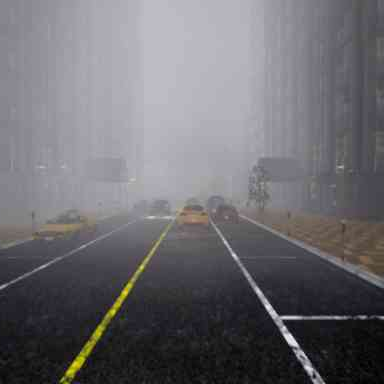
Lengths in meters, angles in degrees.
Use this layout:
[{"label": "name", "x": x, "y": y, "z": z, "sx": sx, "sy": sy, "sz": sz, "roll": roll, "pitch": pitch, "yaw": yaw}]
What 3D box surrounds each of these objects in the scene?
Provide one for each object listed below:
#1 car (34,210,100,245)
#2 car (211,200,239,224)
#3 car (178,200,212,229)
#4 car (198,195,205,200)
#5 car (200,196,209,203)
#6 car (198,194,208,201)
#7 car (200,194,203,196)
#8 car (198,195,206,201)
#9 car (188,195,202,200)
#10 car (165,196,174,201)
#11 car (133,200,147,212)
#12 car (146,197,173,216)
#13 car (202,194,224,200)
[{"label": "car", "x": -5.686, "y": 1.541, "z": 15.630, "sx": 1.752, "sy": 1.417, "sz": 4.829, "roll": -1, "pitch": 0, "yaw": 0}, {"label": "car", "x": 2.355, "y": 1.549, "z": 24.871, "sx": 1.812, "sy": 1.442, "sz": 4.674, "roll": 0, "pitch": 0, "yaw": 0}, {"label": "car", "x": 0.102, "y": 1.498, "z": 21.883, "sx": 1.882, "sy": 1.535, "sz": 5.008, "roll": 0, "pitch": 0, "yaw": 0}, {"label": "car", "x": 2.689, "y": 1.549, "z": 95.188, "sx": 1.887, "sy": 1.381, "sz": 4.507, "roll": -1, "pitch": 0, "yaw": 0}, {"label": "car", "x": 2.686, "y": 1.552, "z": 72.656, "sx": 1.752, "sy": 1.417, "sz": 4.829, "roll": -1, "pitch": 0, "yaw": 0}, {"label": "car", "x": 2.684, "y": 1.333, "z": 83.836, "sx": 2.192, "sy": 1.841, "sz": 5.009, "roll": -1, "pitch": 0, "yaw": 0}, {"label": "car", "x": 2.685, "y": 1.555, "z": 66.982, "sx": 1.752, "sy": 1.417, "sz": 4.829, "roll": -1, "pitch": 0, "yaw": 0}, {"label": "car", "x": 2.689, "y": 1.577, "z": 89.511, "sx": 1.947, "sy": 1.339, "sz": 4.313, "roll": -1, "pitch": 0, "yaw": 0}, {"label": "car", "x": 0.104, "y": 1.538, "z": 45.570, "sx": 1.837, "sy": 1.490, "sz": 4.892, "roll": 0, "pitch": 0, "yaw": 0}, {"label": "car", "x": -5.692, "y": 1.599, "z": 83.891, "sx": 1.802, "sy": 1.307, "sz": 4.206, "roll": -1, "pitch": 0, "yaw": 0}, {"label": "car", "x": -5.698, "y": 1.583, "z": 38.496, "sx": 2.008, "sy": 1.369, "sz": 4.403, "roll": -1, "pitch": 0, "yaw": 0}, {"label": "car", "x": -3.087, "y": 1.534, "z": 33.448, "sx": 1.837, "sy": 1.490, "sz": 4.892, "roll": 0, "pitch": 0, "yaw": 0}, {"label": "car", "x": 2.678, "y": 1.348, "z": 38.438, "sx": 2.192, "sy": 1.841, "sz": 5.009, "roll": -1, "pitch": 0, "yaw": 0}]
